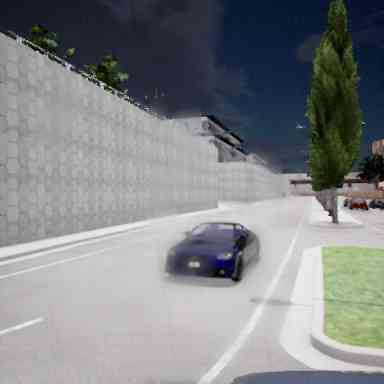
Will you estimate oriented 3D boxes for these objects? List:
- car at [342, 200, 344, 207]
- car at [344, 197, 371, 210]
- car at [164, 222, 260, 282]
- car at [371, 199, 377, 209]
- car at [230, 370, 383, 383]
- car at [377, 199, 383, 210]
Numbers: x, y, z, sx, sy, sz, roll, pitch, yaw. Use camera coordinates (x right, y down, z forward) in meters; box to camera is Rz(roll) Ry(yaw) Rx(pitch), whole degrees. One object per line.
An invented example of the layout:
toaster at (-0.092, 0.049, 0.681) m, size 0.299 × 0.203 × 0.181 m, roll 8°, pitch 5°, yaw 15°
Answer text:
car at (24.970, 1.628, 52.549) m, size 2.128 × 1.511 × 4.902 m, roll 0°, pitch 0°, yaw 20°
car at (21.899, 1.462, 44.125) m, size 2.097 × 1.767 × 4.553 m, roll 0°, pitch 0°, yaw 20°
car at (0.790, 1.616, 10.072) m, size 1.994 × 1.385 × 4.181 m, roll -1°, pitch 0°, yaw 22°
car at (26.954, 1.661, 48.065) m, size 1.994 × 1.385 × 4.181 m, roll 0°, pitch 0°, yaw 20°
car at (2.499, 1.537, 1.227) m, size 5.357 × 1.411 × 2.033 m, roll 0°, pitch 0°, yaw 19°
car at (24.167, 1.634, 40.144) m, size 1.994 × 1.385 × 4.181 m, roll -1°, pitch 0°, yaw 21°
